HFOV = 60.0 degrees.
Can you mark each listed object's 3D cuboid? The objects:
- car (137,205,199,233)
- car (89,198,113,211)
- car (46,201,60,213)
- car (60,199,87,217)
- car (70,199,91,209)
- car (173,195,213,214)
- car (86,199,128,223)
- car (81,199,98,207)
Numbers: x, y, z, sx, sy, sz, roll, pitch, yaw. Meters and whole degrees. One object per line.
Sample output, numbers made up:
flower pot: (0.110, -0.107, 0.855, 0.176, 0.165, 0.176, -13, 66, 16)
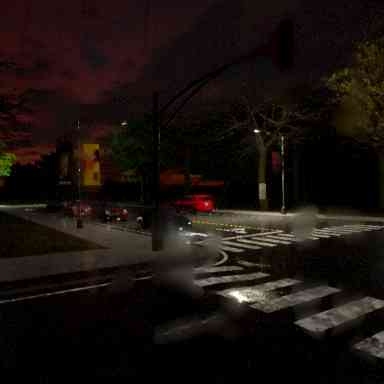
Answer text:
car: (-1.975, 1.820, 22.069, 2.033, 1.411, 5.357, -1, 0, -29)
car: (-13.791, 1.784, 50.392, 2.097, 1.767, 4.553, -1, 0, -35)
car: (-18.846, 2.036, 46.139, 1.882, 1.535, 5.008, -1, 0, -35)
car: (-13.087, 1.813, 37.837, 2.097, 1.767, 4.553, -1, 0, -35)
car: (-19.655, 2.080, 58.701, 2.033, 1.411, 5.357, -1, 0, -35)
car: (-0.008, 1.400, 36.476, 2.150, 2.045, 5.566, -1, 0, -35)
car: (-7.475, 1.718, 29.819, 2.097, 1.767, 4.553, -1, 0, -35)
car: (-20.286, 2.087, 65.438, 1.994, 1.385, 4.181, -1, 0, -35)
